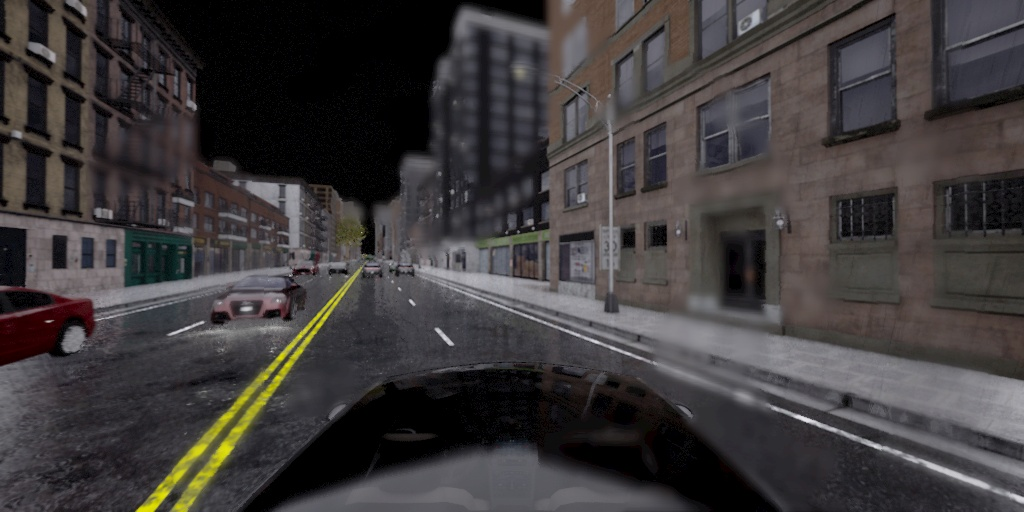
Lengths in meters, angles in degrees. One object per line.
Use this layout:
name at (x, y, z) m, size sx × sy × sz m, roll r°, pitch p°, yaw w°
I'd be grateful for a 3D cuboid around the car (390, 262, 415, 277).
car at (-11.503, 1.405, 38.325) m, size 2.128 × 1.511 × 4.902 m, roll 0°, pitch 0°, yaw -21°

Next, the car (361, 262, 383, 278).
car at (-14.146, 1.390, 36.289) m, size 2.128 × 1.511 × 4.902 m, roll 0°, pitch 0°, yaw -22°

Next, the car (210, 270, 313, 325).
car at (-8.257, 1.355, 12.064) m, size 1.994 × 1.385 × 4.181 m, roll 0°, pitch 0°, yaw -22°

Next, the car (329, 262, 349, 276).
car at (-19.690, 1.384, 40.907) m, size 1.882 × 1.535 × 5.008 m, roll 0°, pitch 0°, yaw -22°

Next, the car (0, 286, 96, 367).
car at (-9.173, 1.232, 5.557) m, size 1.882 × 1.535 × 5.008 m, roll 0°, pitch 0°, yaw -22°

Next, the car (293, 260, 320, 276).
car at (-22.654, 1.245, 39.571) m, size 2.097 × 1.767 × 4.553 m, roll 0°, pitch 0°, yaw -22°
